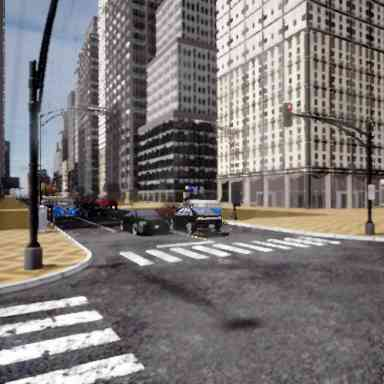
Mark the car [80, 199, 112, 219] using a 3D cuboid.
[{"bbox_3d":[-9.697,1.726,32.622,1.882,1.535,5.008,0,0,-28],"label":"car"}]

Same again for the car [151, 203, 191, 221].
[{"bbox_3d":[-2.022,1.764,30.656,1.887,1.381,4.507,0,0,-28],"label":"car"}]

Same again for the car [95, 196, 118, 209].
[{"bbox_3d":[-12.586,1.650,50.130,2.192,1.841,5.009,0,0,-28],"label":"car"}]

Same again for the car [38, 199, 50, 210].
[{"bbox_3d":[-19.956,1.902,46.139,1.947,1.339,4.313,0,0,-28],"label":"car"}]

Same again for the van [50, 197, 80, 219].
[{"bbox_3d":[-12.047,1.590,31.526,1.690,1.788,3.998,0,0,-28],"label":"van"}]

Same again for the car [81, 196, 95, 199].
[{"bbox_3d":[-17.859,1.708,59.874,2.192,1.841,5.009,0,0,-28],"label":"car"}]

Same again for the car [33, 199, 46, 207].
[{"bbox_3d":[-27.865,2.004,60.755,1.802,1.307,4.206,0,0,-28],"label":"car"}]

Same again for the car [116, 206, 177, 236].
[{"bbox_3d":[-2.872,1.736,20.003,1.994,1.385,4.181,0,0,-28],"label":"car"}]

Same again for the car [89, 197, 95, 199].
[{"bbox_3d":[-15.222,1.909,55.000,1.887,1.381,4.507,0,0,-28],"label":"car"}]

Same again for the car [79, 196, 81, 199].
[{"bbox_3d":[-20.495,1.987,64.744,1.947,1.339,4.313,0,0,-28],"label":"car"}]

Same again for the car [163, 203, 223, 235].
[{"bbox_3d":[0.107,1.669,20.238,2.128,1.511,4.902,0,0,-24],"label":"car"}]

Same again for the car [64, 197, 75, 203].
[{"bbox_3d":[-31.121,2.061,84.380,1.752,1.417,4.829,0,0,-28],"label":"car"}]

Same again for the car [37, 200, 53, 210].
[{"bbox_3d":[-22.592,1.916,51.011,2.008,1.369,4.403,0,0,-28],"label":"car"}]

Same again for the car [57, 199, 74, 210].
[{"bbox_3d":[-19.282,1.888,50.537,1.812,1.442,4.674,0,0,-28],"label":"car"}]

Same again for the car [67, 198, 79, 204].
[{"bbox_3d":[-28.404,2.057,79.359,2.008,1.369,4.403,0,0,-28],"label":"car"}]

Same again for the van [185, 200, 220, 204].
[{"bbox_3d":[0.694,1.531,25.830,1.690,1.788,3.998,0,0,-28],"label":"van"}]
